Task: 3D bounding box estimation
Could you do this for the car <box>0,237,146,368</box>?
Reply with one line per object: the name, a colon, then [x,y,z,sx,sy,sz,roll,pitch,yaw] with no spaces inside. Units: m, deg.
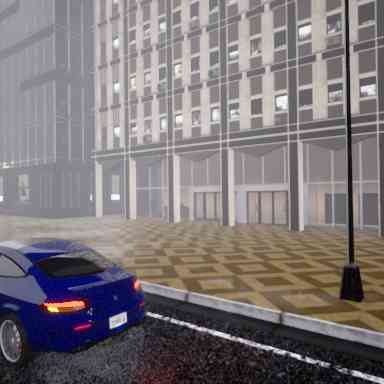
car: [-2.849,1.527,5.724,4.674,1.442,1.812,0,0,35]
